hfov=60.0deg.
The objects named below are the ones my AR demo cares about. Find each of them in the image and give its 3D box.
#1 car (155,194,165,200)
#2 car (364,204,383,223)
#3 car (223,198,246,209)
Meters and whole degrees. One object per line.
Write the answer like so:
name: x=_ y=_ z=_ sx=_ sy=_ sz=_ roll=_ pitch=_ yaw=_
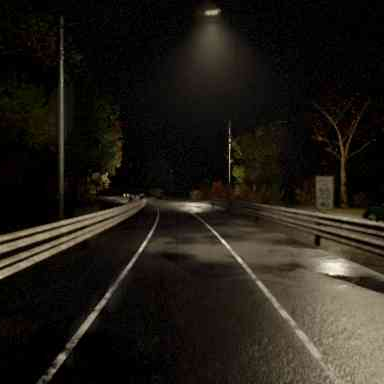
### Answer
car: x=-8.312 y=1.414 z=86.798 sx=1.837 sy=1.490 sz=4.892 roll=0 pitch=0 yaw=-20
car: x=15.029 y=1.436 z=23.568 sx=2.150 sy=2.045 sz=5.566 roll=0 pitch=0 yaw=-20
car: x=6.037 y=1.612 z=47.929 sx=1.837 sy=1.490 sz=4.892 roll=0 pitch=0 yaw=-20
